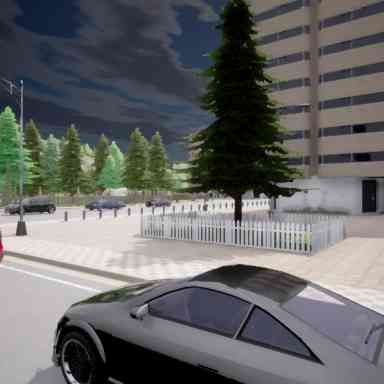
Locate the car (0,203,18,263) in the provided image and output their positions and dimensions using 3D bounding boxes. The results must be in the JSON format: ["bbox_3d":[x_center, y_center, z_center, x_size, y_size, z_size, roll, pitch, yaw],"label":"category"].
[{"bbox_3d":[-7.383,1.221,9.207,5.566,2.045,2.150,0,0,36],"label":"car"}]

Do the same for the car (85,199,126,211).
[{"bbox_3d":[-10.668,1.547,41.442,2.033,1.411,5.357,0,0,35],"label":"car"}]

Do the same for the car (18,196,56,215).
[{"bbox_3d":[-16.246,1.352,33.606,2.097,1.767,4.553,0,0,35],"label":"car"}]

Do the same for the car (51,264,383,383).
[{"bbox_3d":[0.306,1.564,3.774,4.181,1.385,1.994,0,0,35],"label":"car"}]

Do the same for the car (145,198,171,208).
[{"bbox_3d":[-4.977,1.564,49.411,1.994,1.385,4.181,0,0,36],"label":"car"}]
